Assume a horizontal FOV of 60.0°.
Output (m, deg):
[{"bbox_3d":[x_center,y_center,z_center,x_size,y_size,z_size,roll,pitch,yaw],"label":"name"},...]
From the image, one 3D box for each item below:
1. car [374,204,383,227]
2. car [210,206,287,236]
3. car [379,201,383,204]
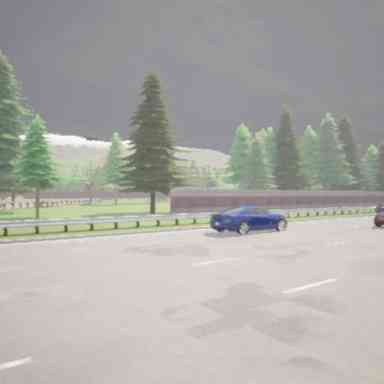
[{"bbox_3d":[14.091,1.669,22.400,4.181,1.385,1.994,0,0,-36],"label":"car"},{"bbox_3d":[3.346,1.536,19.031,5.008,1.535,1.882,0,0,-36],"label":"car"},{"bbox_3d":[18.360,1.490,29.772,4.553,1.767,2.097,0,0,-35],"label":"car"}]
